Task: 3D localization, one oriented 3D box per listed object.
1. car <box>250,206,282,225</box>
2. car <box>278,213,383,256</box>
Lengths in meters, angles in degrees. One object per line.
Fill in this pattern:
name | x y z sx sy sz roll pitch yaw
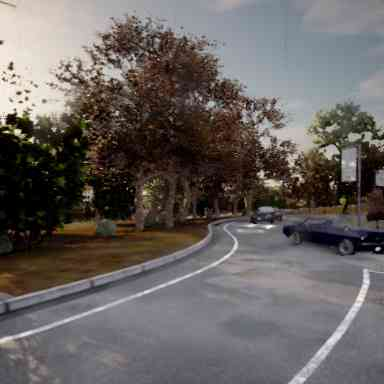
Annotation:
car | 6.464 1.919 28.517 1.812 1.442 4.674 0 -1 29
car | 6.137 1.825 14.494 1.895 1.301 4.718 1 -1 -22
